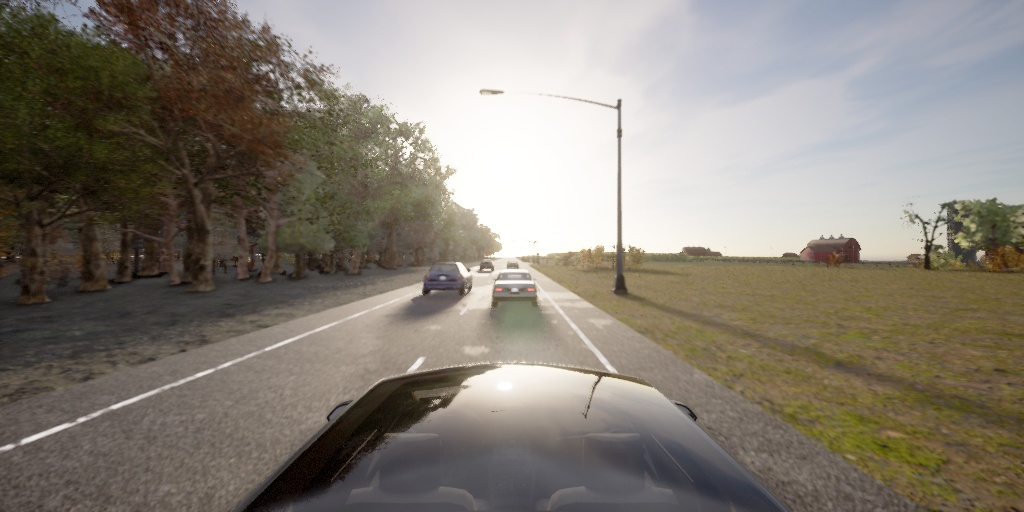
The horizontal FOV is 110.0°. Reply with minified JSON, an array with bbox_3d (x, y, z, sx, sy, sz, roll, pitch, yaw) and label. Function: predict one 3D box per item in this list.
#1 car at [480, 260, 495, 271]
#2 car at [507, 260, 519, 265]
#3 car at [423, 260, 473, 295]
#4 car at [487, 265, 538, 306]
[{"bbox_3d":[-3.376,1.240,49.243,1.837,1.490,4.892,0,0,0],"label":"car"},{"bbox_3d":[0.126,1.332,55.054,1.895,1.301,4.718,0,0,0],"label":"car"},{"bbox_3d":[-3.391,1.099,19.707,2.097,1.767,4.553,0,0,0],"label":"car"},{"bbox_3d":[0.105,1.296,15.651,2.033,1.411,5.357,0,0,0],"label":"car"}]
